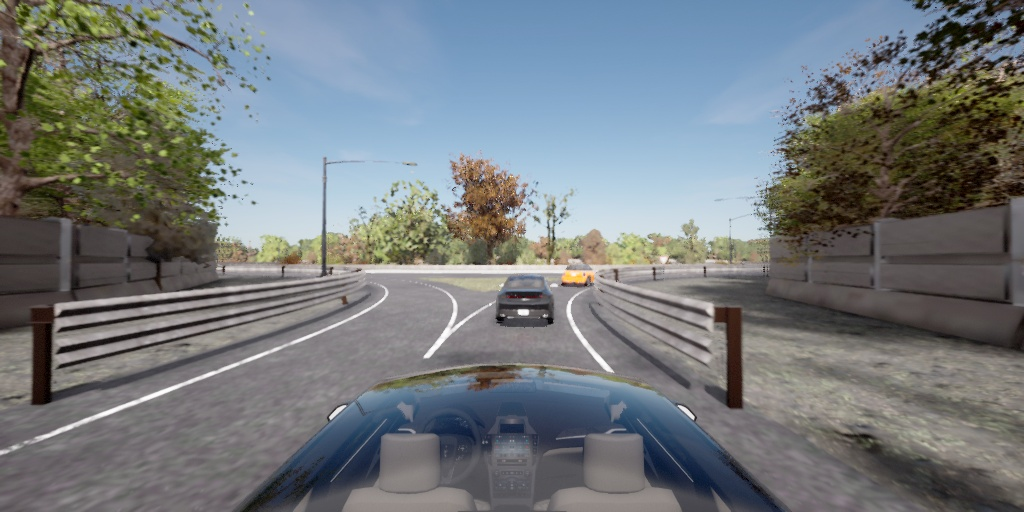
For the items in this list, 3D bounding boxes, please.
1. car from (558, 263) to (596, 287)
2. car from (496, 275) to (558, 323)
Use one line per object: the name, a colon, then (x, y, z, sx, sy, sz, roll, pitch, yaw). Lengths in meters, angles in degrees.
car: (5.681, 1.477, 29.262, 2.097, 1.767, 4.553, 0, -1, 27)
car: (0.576, 1.408, 12.858, 1.837, 1.490, 4.892, 0, 0, 6)
